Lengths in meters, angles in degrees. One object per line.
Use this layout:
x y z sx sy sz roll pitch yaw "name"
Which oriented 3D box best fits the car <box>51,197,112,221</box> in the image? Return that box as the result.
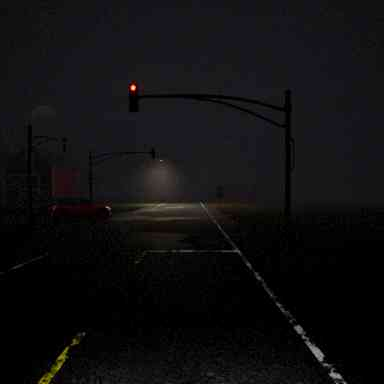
-8.715 1.268 26.470 4.553 1.767 2.097 0 0 -21 "car"
